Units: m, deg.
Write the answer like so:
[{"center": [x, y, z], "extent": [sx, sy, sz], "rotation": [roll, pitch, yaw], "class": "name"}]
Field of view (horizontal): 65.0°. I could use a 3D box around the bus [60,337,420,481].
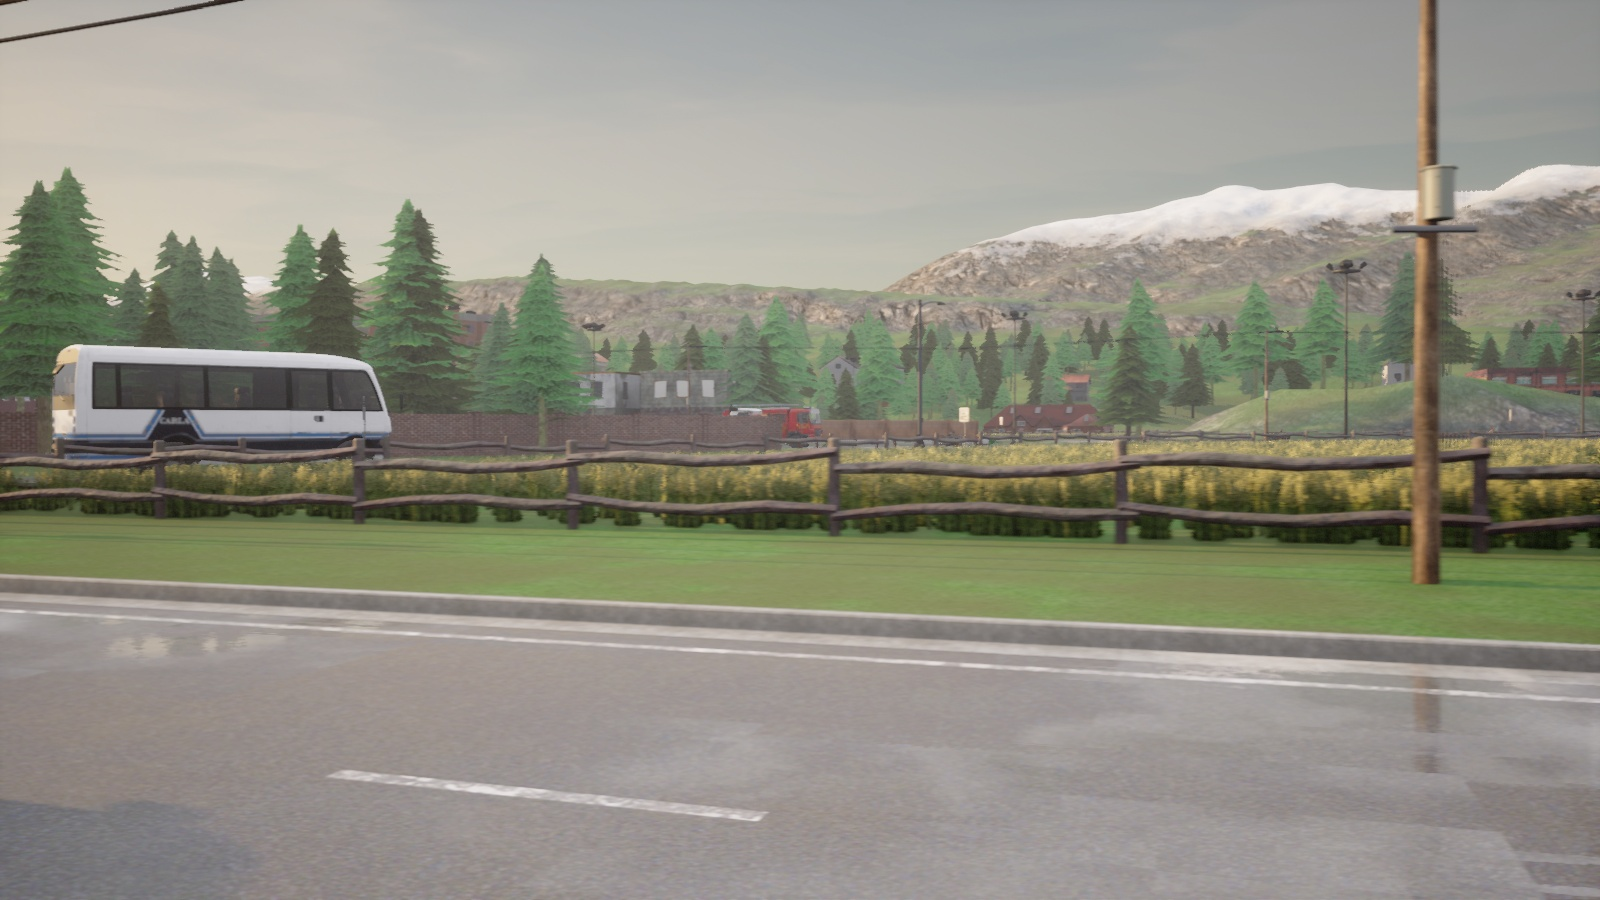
[{"center": [-18.408, -1.291, 41.946], "extent": [10.273, 4.253, 3.944], "rotation": [-1, 1, -42], "class": "bus"}]
